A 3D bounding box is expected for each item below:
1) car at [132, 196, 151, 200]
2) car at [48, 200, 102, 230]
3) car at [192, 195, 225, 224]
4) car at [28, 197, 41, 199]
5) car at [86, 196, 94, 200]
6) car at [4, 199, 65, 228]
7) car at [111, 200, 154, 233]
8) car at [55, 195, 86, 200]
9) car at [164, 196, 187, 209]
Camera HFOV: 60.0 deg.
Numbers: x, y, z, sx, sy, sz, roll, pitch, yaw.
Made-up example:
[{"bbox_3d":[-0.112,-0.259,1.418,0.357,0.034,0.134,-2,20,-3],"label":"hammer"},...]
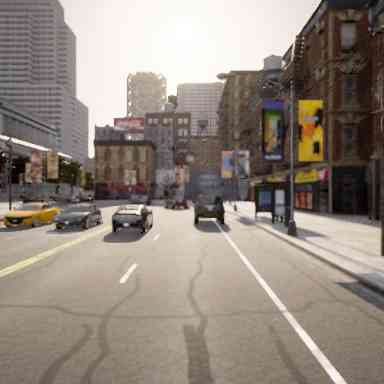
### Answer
[{"bbox_3d":[-8.934,1.518,57.519,2.033,1.411,5.357,0,0,-39],"label":"car"},{"bbox_3d":[-7.137,1.494,21.332,1.837,1.490,4.892,0,0,0],"label":"car"},{"bbox_3d":[1.218,1.208,24.904,2.150,2.045,5.566,0,0,0],"label":"car"},{"bbox_3d":[-28.116,1.595,59.924,4.718,1.301,1.895,0,0,30],"label":"car"},{"bbox_3d":[-23.974,1.557,73.232,4.718,1.301,1.895,0,0,30],"label":"car"},{"bbox_3d":[-10.630,1.466,22.405,1.882,1.535,5.008,0,0,0],"label":"car"},{"bbox_3d":[-3.406,1.481,19.664,2.128,1.511,4.902,0,0,0],"label":"car"},{"bbox_3d":[-22.001,1.464,60.069,4.902,1.511,2.128,0,0,37],"label":"car"},{"bbox_3d":[-2.271,1.329,45.272,2.097,1.767,4.553,0,0,-21],"label":"car"}]
